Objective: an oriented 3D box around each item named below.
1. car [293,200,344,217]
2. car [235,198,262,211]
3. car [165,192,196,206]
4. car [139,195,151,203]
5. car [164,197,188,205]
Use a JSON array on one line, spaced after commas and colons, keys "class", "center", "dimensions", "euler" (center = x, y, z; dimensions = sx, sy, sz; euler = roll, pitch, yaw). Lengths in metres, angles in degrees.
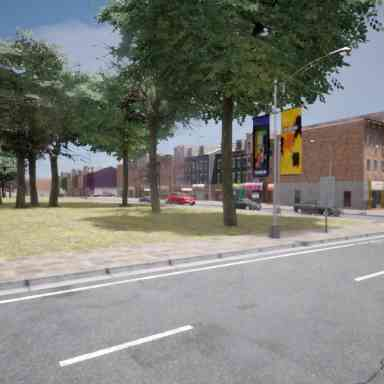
[{"class": "car", "center": [12.193, 1.588, 32.268], "dimensions": [1.837, 1.490, 4.892], "euler": [1, 0, -35]}, {"class": "car", "center": [6.364, 1.495, 40.455], "dimensions": [1.837, 1.490, 4.892], "euler": [1, 0, -35]}, {"class": "car", "center": [-1.706, 1.106, 51.809], "dimensions": [2.150, 2.045, 5.566], "euler": [1, 2, -35]}, {"class": "car", "center": [-8.779, 1.401, 66.612], "dimensions": [2.033, 1.411, 5.357], "euler": [1, 0, -35]}, {"class": "car", "center": [-2.907, 1.488, 58.461], "dimensions": [1.895, 1.301, 4.718], "euler": [1, 0, -35]}]
